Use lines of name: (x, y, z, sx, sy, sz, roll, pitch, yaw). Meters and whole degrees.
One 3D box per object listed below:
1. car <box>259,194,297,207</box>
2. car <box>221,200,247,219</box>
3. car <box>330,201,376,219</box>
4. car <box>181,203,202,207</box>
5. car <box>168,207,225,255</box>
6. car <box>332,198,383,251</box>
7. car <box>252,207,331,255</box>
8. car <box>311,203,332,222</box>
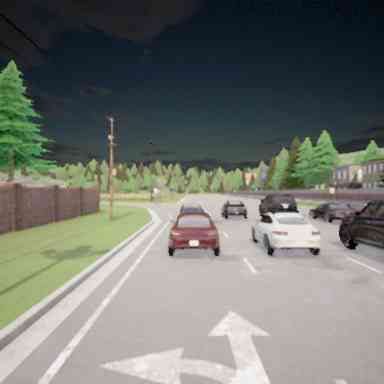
car: (7.071, 1.184, 27.673, 2.150, 2.045, 5.566, 0, 0, 0)
car: (3.576, 1.450, 28.757, 2.128, 1.511, 4.902, 0, 0, 0)
car: (14.080, 1.522, 29.360, 1.994, 1.385, 4.181, 0, 0, 0)
car: (-0.088, 1.559, 27.337, 1.895, 1.301, 4.718, 0, 0, -2)
car: (0.072, 1.508, 13.136, 1.812, 1.442, 4.674, 0, 0, 0)
car: (7.056, 1.203, 11.234, 2.150, 2.045, 5.566, 0, 0, 1)
car: (3.571, 1.507, 13.147, 1.812, 1.442, 4.674, 0, 0, 1)
car: (10.549, 1.512, 25.031, 2.033, 1.411, 5.357, 0, 0, 1)
